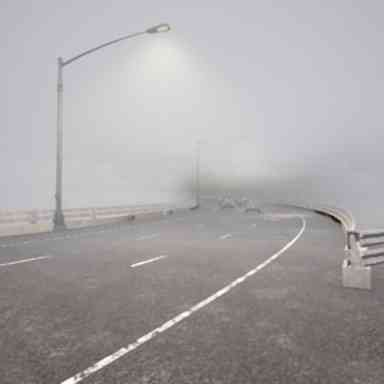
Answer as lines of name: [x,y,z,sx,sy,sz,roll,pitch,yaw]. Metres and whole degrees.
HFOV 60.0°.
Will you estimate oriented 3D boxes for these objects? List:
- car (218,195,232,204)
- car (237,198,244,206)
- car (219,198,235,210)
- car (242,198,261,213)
car: [6.375,1.649,63.530,2.150,2.045,5.566,1,0,-2]
car: [9.814,1.953,64.308,2.128,1.511,4.902,1,0,0]
car: [5.477,1.941,50.017,1.895,1.301,4.718,0,0,7]
car: [7.728,1.860,41.918,2.033,1.411,5.357,0,0,11]
